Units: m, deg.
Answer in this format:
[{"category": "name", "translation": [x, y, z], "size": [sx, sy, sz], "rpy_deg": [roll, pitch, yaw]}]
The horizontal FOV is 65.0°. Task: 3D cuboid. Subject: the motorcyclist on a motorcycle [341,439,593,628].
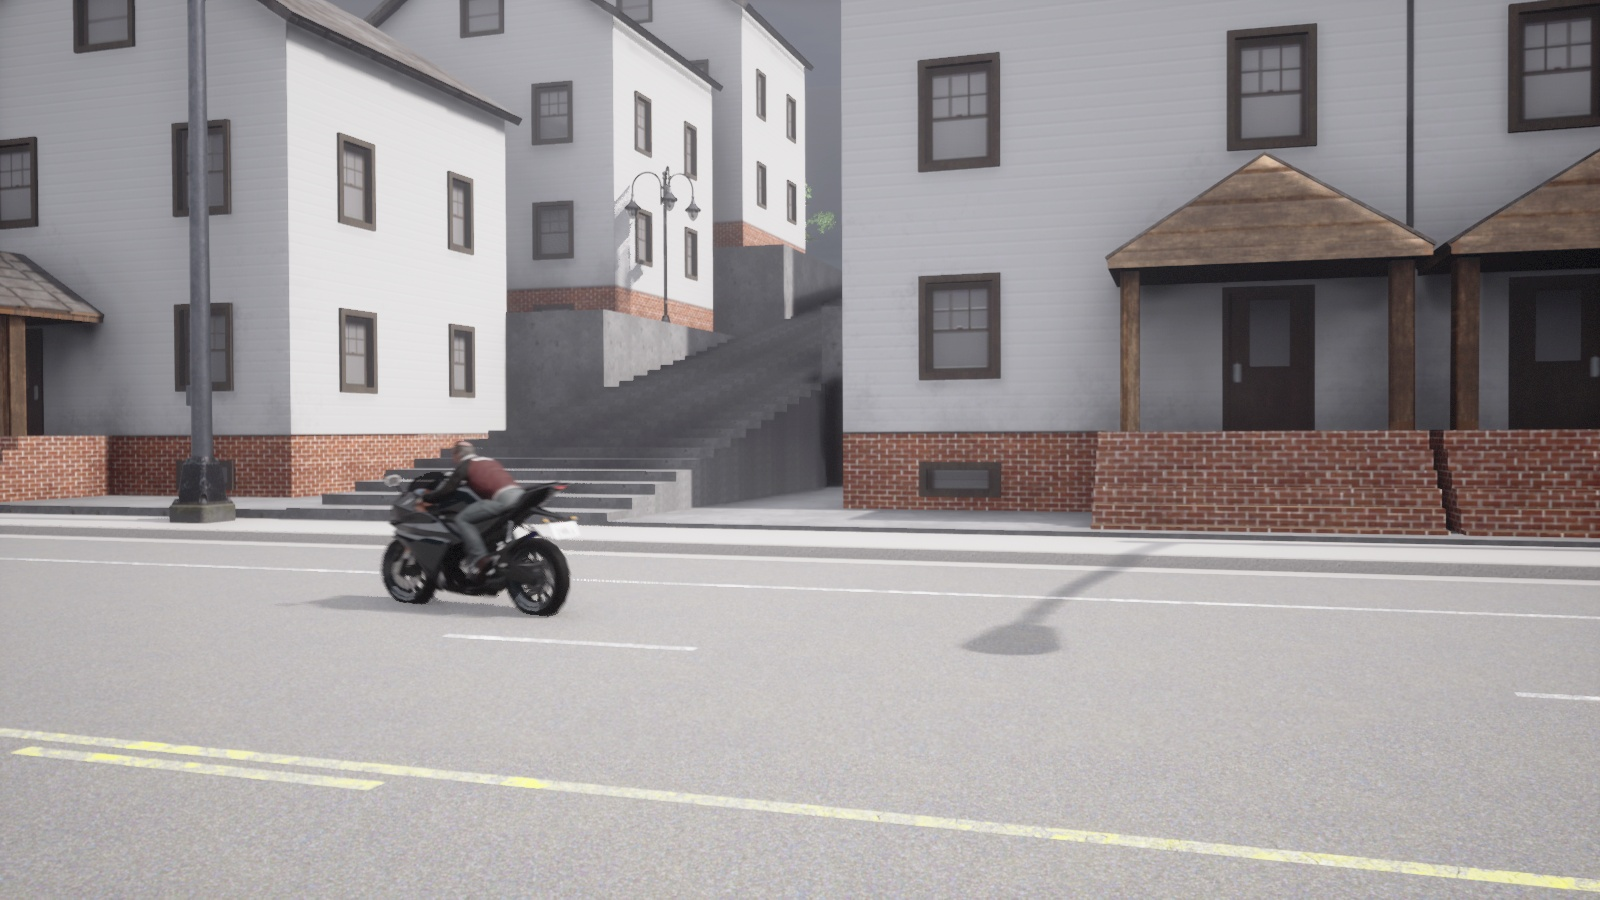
[{"category": "motorcyclist on a motorcycle", "translation": [-2.991, 0.678, 11.210], "size": [2.191, 1.530, 0.866], "rpy_deg": [1, 2, 30]}]
